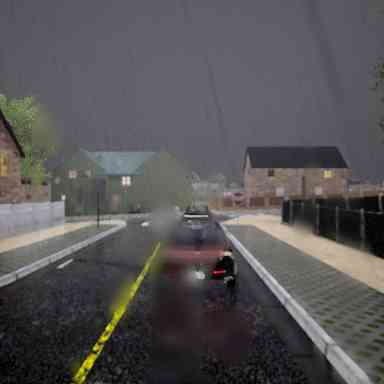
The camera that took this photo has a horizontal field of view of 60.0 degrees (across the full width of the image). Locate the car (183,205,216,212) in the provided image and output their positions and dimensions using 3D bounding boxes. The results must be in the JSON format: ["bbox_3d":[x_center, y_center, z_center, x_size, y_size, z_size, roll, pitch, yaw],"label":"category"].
[{"bbox_3d":[0.436,1.591,21.109,2.128,1.511,4.902,0,0,5],"label":"car"}]

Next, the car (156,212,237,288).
[{"bbox_3d":[0.115,1.536,9.334,2.128,1.511,4.902,0,0,0],"label":"car"}]
